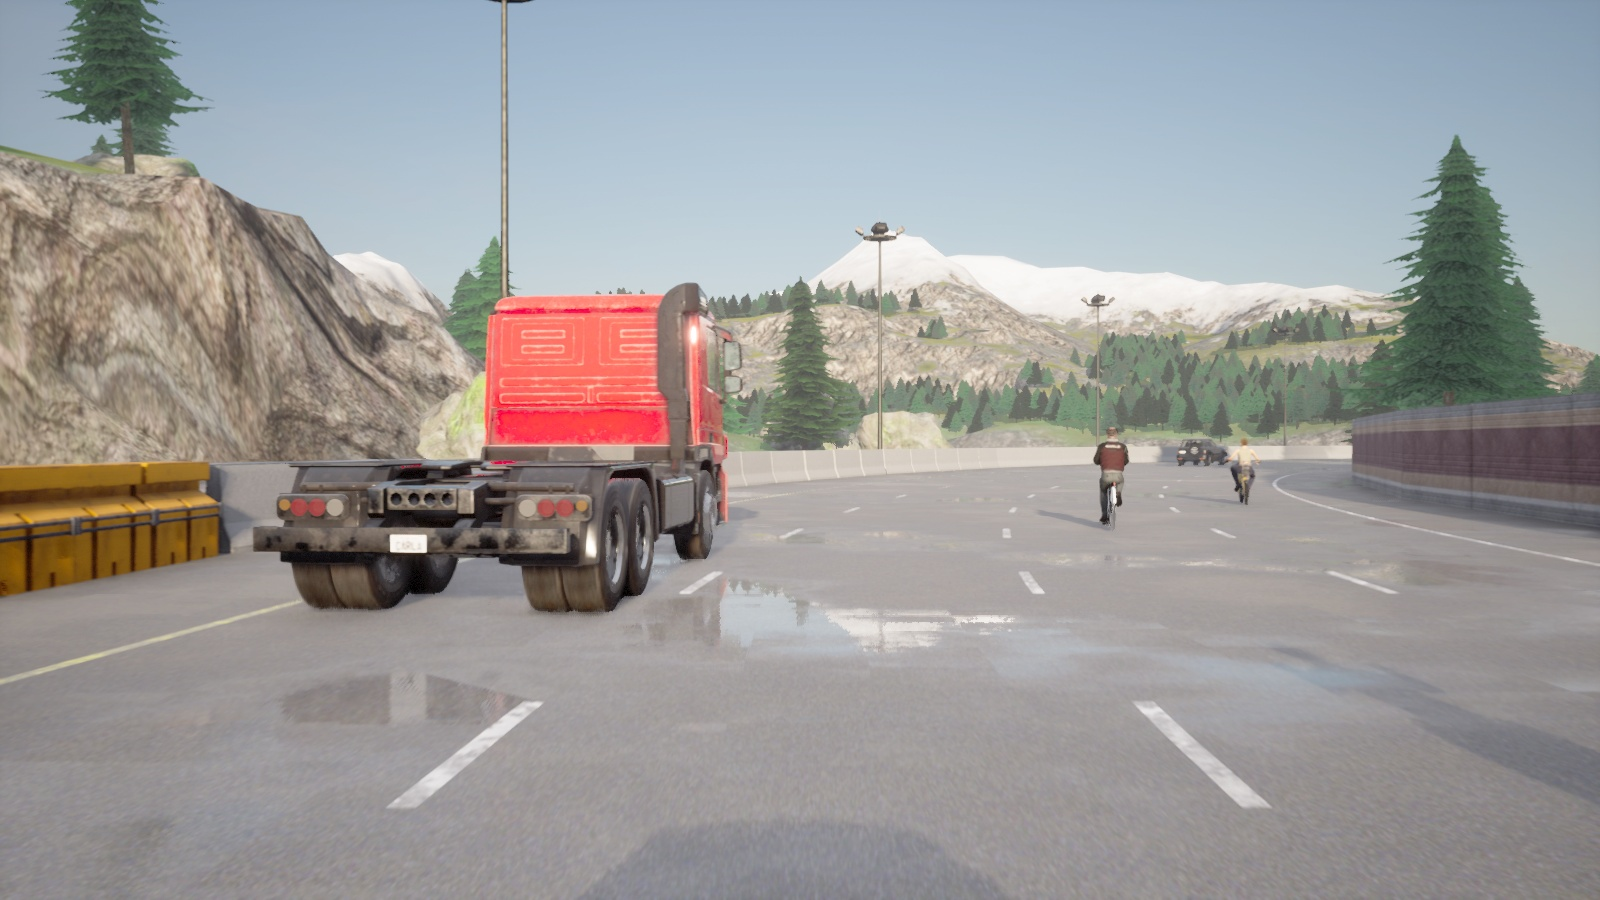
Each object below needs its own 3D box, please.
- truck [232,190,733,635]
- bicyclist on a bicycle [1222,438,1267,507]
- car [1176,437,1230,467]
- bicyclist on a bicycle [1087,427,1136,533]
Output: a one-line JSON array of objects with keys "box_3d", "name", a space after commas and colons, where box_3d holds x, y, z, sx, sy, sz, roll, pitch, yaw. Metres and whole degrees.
[{"box_3d": [-2.742, -0.316, 13.860, 2.891, 3.462, 7.936, 0, 0, 5], "name": "truck"}, {"box_3d": [10.735, 0.521, 30.350, 0.866, 1.612, 1.509, 0, 0, 13], "name": "bicyclist on a bicycle"}, {"box_3d": [25.611, 0.135, 79.658, 1.932, 1.855, 4.605, 0, 0, 36], "name": "car"}, {"box_3d": [5.437, 0.497, 22.002, 0.659, 1.776, 1.843, 1, 1, 10], "name": "bicyclist on a bicycle"}]
